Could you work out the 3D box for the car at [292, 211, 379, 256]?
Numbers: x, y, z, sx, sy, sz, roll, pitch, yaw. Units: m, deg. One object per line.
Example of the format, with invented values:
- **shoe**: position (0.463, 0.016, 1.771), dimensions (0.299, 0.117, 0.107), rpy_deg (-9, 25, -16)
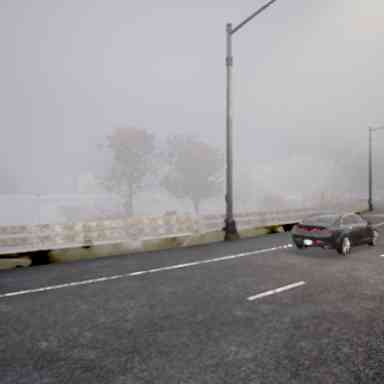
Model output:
- **car**: position (5.949, 1.545, 13.541), dimensions (4.892, 1.490, 1.837), rpy_deg (0, 0, -42)
